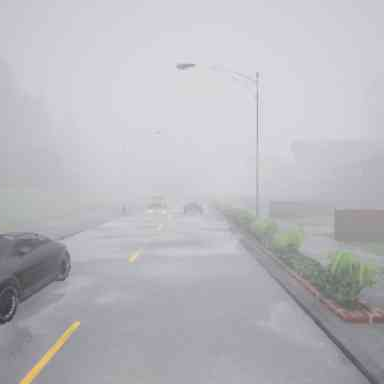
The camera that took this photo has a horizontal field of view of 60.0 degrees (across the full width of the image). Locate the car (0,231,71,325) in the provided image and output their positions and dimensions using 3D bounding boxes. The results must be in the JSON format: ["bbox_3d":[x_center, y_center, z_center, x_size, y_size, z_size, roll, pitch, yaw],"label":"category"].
[{"bbox_3d":[-4.097,1.531,6.873,1.994,1.385,4.181,0,0,0],"label":"car"}]

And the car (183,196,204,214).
[{"bbox_3d":[0.124,1.372,32.847,1.812,1.442,4.674,0,0,0],"label":"car"}]

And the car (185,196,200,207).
[{"bbox_3d":[0.137,1.321,48.154,2.033,1.411,5.357,0,0,1],"label":"car"}]

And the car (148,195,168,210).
[{"bbox_3d":[-4.059,1.163,40.145,2.097,1.767,4.553,0,0,0],"label":"car"}]
